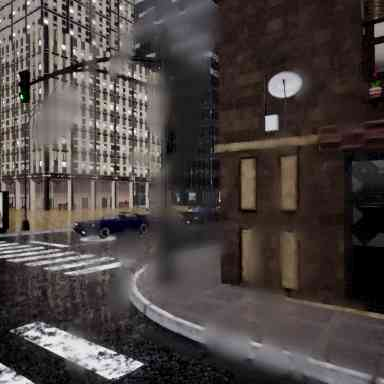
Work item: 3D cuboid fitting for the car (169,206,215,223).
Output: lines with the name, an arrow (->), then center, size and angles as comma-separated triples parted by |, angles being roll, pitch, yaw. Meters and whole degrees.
car -> 0.059, 1.974, 30.163 | 2.008, 1.369, 4.403 | -2, -2, 35

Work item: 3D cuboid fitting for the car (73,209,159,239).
car -> -4.364, 1.835, 19.155 | 1.895, 1.301, 4.718 | -1, -1, 36

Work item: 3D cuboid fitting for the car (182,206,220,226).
car -> 1.259, 1.922, 27.109 | 2.033, 1.411, 5.357 | -1, -1, 35

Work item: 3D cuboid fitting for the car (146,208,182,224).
car -> -3.134, 1.893, 25.600 | 2.008, 1.369, 4.403 | -2, -2, 35
